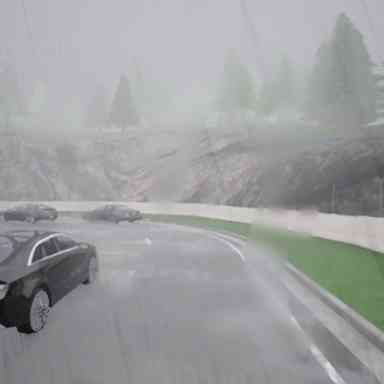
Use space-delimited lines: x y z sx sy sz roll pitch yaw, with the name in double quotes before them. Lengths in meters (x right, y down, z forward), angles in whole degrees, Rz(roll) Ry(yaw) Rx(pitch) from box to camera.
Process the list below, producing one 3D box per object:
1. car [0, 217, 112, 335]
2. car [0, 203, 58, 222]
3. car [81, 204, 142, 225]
"car" -3.349 1.519 6.756 2.128 1.511 4.902 0 0 0
"car" -12.317 1.590 24.766 4.902 1.511 2.128 0 -1 21
"car" -6.217 1.665 25.562 5.357 1.411 2.033 0 0 37
